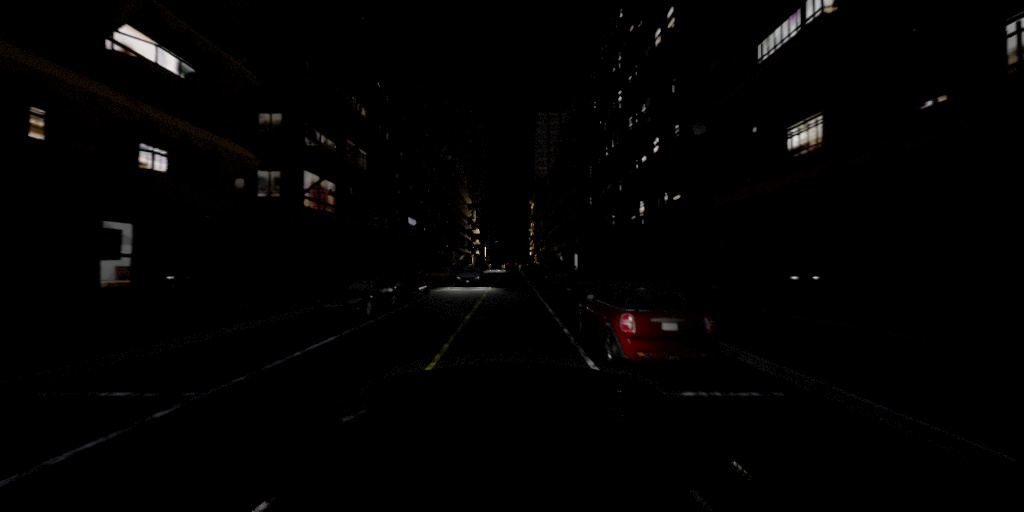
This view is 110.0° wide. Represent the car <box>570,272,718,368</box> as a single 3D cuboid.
[{"bbox_3d":[2.690,1.252,8.076,1.967,1.591,4.097,0,0,0],"label":"car"}]

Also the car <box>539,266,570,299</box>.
[{"bbox_3d":[2.687,1.464,19.158,1.888,1.381,4.507,0,0,0],"label":"car"}]

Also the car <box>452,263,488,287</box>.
[{"bbox_3d":[-3.105,1.522,27.396,1.812,1.442,4.674,0,-1,0],"label":"car"}]

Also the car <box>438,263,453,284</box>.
[{"bbox_3d":[-5.698,1.548,30.013,1.751,1.417,4.829,0,0,0],"label":"car"}]

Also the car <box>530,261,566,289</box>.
[{"bbox_3d":[2.685,1.286,24.697,2.192,1.841,5.009,0,0,0],"label":"car"}]

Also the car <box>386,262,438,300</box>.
[{"bbox_3d":[-5.695,1.232,19.102,2.192,1.841,5.009,0,0,0],"label":"car"}]

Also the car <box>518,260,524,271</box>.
[{"bbox_3d":[2.675,1.652,63.479,2.192,1.841,5.009,0,0,0],"label":"car"}]

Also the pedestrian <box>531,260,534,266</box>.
[{"bbox_3d":[2.986,1.537,53.366,0.375,1.860,0.375,1,-2,-1],"label":"pedestrian"}]

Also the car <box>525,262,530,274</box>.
[{"bbox_3d":[2.682,1.627,35.777,2.007,1.370,4.403,0,0,0],"label":"car"}]

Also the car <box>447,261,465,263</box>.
[{"bbox_3d":[-5.699,1.390,35.723,2.192,1.841,5.009,0,0,0],"label":"car"}]

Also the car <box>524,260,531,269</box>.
[{"bbox_3d":[2.987,1.670,50.355,1.801,1.575,5.366,0,-1,0],"label":"car"}]

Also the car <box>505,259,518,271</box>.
[{"bbox_3d":[-0.008,1.601,64.767,2.150,2.045,5.566,0,-2,0],"label":"car"}]

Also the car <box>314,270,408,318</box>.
[{"bbox_3d":[-5.693,1.415,13.562,2.007,1.370,4.403,0,0,0],"label":"car"}]
